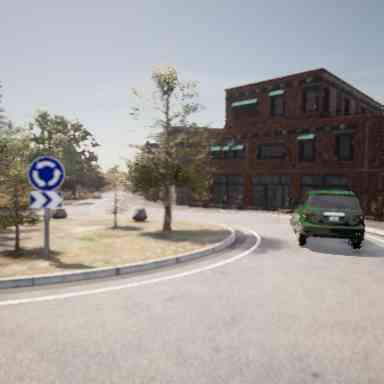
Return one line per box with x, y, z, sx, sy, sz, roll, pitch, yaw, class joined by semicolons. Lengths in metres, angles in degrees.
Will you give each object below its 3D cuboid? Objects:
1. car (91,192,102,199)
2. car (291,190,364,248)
-19.473;0.721;68.304;1.812;1.442;4.674;0;1;-11;car
5.444;0.951;13.801;2.150;2.045;5.566;2;1;14;car
